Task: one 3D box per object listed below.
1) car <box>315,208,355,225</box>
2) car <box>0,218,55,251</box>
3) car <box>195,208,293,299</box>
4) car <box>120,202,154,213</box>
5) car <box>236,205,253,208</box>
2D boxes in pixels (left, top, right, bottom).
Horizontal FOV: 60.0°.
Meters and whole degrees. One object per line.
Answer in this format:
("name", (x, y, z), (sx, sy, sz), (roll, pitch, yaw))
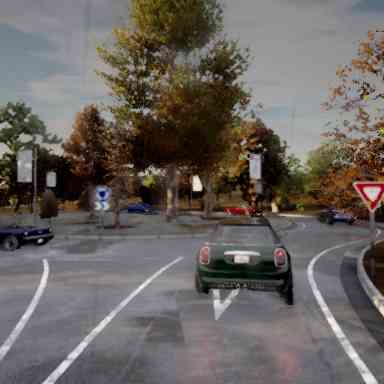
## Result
("car", (12.371, 2.061, 29.133), (2.033, 1.411, 5.357), (0, -1, 5))
("car", (-8.698, 1.828, 15.113), (4.718, 1.301, 1.895), (0, -1, 17))
("car", (1.464, 1.454, 8.981), (2.097, 1.767, 4.553), (0, -1, 12))
("car", (-7.873, 2.220, 47.192), (5.008, 1.535, 1.882), (1, -2, -8))
("car", (6.552, 2.407, 43.653), (4.718, 1.301, 1.895), (-1, -2, 43))
